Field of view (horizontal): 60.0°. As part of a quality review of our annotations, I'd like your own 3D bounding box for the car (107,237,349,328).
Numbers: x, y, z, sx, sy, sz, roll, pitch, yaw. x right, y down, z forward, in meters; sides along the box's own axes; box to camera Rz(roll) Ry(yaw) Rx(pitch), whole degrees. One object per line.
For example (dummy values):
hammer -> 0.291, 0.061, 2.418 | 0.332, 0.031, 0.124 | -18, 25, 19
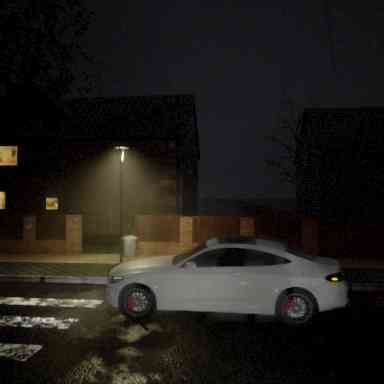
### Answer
car -> 0.639, 1.669, 6.787 | 4.674, 1.442, 1.812 | 0, -2, 7
